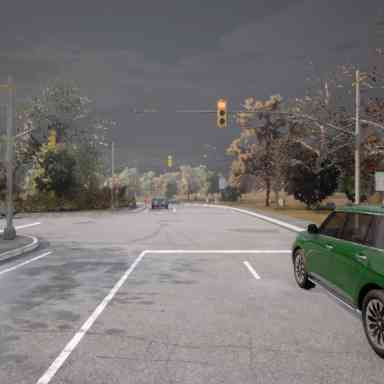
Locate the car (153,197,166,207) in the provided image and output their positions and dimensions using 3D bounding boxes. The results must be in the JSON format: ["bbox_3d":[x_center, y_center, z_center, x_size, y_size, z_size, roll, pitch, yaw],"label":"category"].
[{"bbox_3d":[-6.142,1.748,61.660,2.097,1.767,4.553,0,-1,-10],"label":"car"}]

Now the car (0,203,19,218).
[{"bbox_3d":[-18.438,1.648,29.745,5.357,1.411,2.033,-1,0,2],"label":"car"}]

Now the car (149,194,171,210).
[{"bbox_3d":[-4.264,1.315,44.785,2.150,2.045,5.566,0,-1,-4],"label":"car"}]

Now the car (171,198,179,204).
[{"bbox_3d":[-4.656,2.359,82.987,2.128,1.511,4.902,0,-1,-22],"label":"car"}]

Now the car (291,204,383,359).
[{"bbox_3d":[3.582,1.221,6.066,2.150,2.045,5.566,0,0,0],"label":"car"}]

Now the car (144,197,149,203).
[{"bbox_3d":[-9.734,1.957,76.619,2.150,2.045,5.566,0,-1,-19],"label":"car"}]
